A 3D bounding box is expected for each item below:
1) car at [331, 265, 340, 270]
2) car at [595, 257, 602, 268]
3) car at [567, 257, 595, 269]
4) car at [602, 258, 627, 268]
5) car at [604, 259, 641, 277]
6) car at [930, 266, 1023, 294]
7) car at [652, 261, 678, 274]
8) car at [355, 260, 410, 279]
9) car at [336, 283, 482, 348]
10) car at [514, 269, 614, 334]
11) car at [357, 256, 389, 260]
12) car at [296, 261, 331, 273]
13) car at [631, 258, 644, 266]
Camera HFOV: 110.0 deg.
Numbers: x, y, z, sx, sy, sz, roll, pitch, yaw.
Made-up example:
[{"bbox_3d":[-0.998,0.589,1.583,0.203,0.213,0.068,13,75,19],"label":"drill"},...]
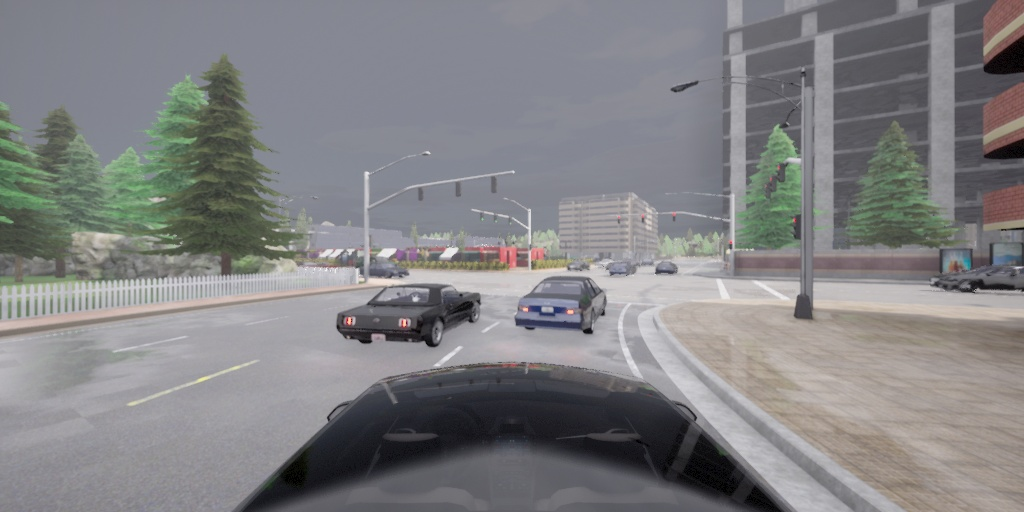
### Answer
[{"bbox_3d":[-23.139,1.400,43.861,4.718,1.301,1.895,0,0,30],"label":"car"},{"bbox_3d":[15.197,1.266,57.921,1.812,1.442,4.674,0,0,30],"label":"car"},{"bbox_3d":[8.672,1.233,46.549,2.128,1.511,4.902,0,0,30],"label":"car"},{"bbox_3d":[14.329,1.305,49.366,1.994,1.385,4.181,0,0,30],"label":"car"},{"bbox_3d":[11.506,1.318,37.013,2.033,1.411,5.357,0,1,30],"label":"car"},{"bbox_3d":[26.301,1.293,19.351,4.902,1.511,2.128,0,0,30],"label":"car"},{"bbox_3d":[17.330,1.306,40.147,1.994,1.385,4.181,0,0,30],"label":"car"},{"bbox_3d":[-11.985,1.348,33.296,5.357,1.411,2.033,0,0,31],"label":"car"},{"bbox_3d":[-2.246,1.350,9.359,1.895,1.301,4.718,0,0,11],"label":"car"},{"bbox_3d":[1.691,1.296,10.711,2.033,1.411,5.357,0,0,20],"label":"car"},{"bbox_3d":[-14.617,1.021,38.893,5.566,2.045,2.150,0,0,30],"label":"car"},{"bbox_3d":[-22.422,1.325,39.388,4.674,1.442,1.812,0,0,30],"label":"car"},{"bbox_3d":[19.759,1.231,58.818,2.128,1.511,4.902,0,0,30],"label":"car"}]
